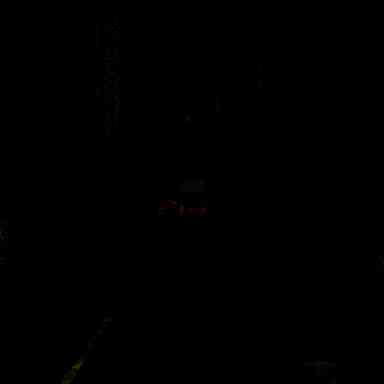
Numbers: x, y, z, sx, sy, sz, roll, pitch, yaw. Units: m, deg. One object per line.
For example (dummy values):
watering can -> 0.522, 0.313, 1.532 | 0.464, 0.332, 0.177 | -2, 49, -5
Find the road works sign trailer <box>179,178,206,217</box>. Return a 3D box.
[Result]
road works sign trailer -> 0.019, 0.513, 31.355 | 2.380, 3.560, 2.880 | 0, 0, 0

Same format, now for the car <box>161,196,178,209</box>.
car -> -3.056, 1.425, 45.514 | 2.097, 1.767, 4.553 | 0, 0, 0
